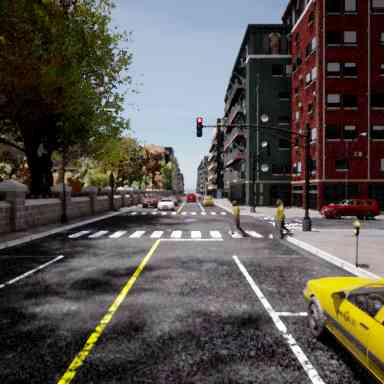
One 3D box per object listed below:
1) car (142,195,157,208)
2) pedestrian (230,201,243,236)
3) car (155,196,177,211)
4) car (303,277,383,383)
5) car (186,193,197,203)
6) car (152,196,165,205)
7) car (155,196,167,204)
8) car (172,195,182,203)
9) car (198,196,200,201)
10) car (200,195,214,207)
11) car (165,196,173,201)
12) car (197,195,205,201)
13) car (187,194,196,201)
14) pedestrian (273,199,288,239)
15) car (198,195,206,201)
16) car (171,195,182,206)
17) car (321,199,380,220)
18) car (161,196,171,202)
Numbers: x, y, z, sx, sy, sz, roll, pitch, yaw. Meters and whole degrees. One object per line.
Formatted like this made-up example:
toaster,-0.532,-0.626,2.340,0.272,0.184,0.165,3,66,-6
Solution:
car,-5.794,1.322,47.091,2.192,1.841,5.009,0,0,0
pedestrian,2.273,1.294,16.928,0.375,1.860,0.375,0,0,0
car,-3.156,1.530,41.199,1.812,1.442,4.674,0,0,-1
car,2.680,1.525,3.714,1.752,1.417,4.829,0,0,0
car,-0.153,1.242,72.450,2.150,2.045,5.566,0,0,0
car,-5.818,1.455,58.162,1.967,1.590,4.097,0,0,0
car,-5.829,1.564,63.697,1.887,1.381,4.507,0,0,0
car,-3.148,1.500,69.473,1.882,1.535,5.008,0,0,0
car,2.563,1.560,58.180,1.887,1.381,4.507,0,0,0
car,2.575,1.536,52.815,1.752,1.417,4.829,0,0,0
car,-5.876,1.620,85.838,1.802,1.307,4.206,0,0,0
car,2.492,1.589,91.391,1.887,1.381,4.507,0,0,0
car,-0.176,1.303,82.811,2.097,1.767,4.553,0,0,0
pedestrian,4.167,1.293,15.718,0.375,1.860,0.375,0,0,0
car,2.504,1.583,85.856,1.887,1.381,4.507,0,0,0
car,-3.201,1.558,54.300,2.033,1.411,5.357,0,0,0
car,14.550,1.590,30.562,5.009,1.841,2.192,1,-1,0
car,-5.852,1.610,74.767,1.802,1.307,4.206,0,0,0
